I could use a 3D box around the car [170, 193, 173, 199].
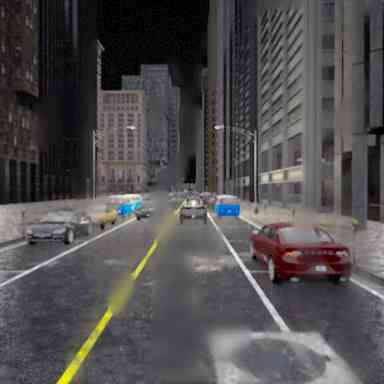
[{"bbox_3d":[-5.795,1.119,71.387,1.887,1.381,4.507,0,0,0],"label":"car"}]

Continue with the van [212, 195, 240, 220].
[{"bbox_3d":[2.748,1.185,26.268,1.690,1.788,3.998,0,0,0],"label":"van"}]

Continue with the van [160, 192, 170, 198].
[{"bbox_3d":[-5.793,0.950,65.745,1.690,1.788,3.998,0,0,0],"label":"van"}]

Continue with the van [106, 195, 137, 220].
[{"bbox_3d":[-5.777,1.185,26.259,1.690,1.788,3.998,0,0,0],"label":"van"}]

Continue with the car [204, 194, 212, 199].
[{"bbox_3d":[2.742,1.326,43.191,1.802,1.307,4.206,0,0,0],"label":"car"}]

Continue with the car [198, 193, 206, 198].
[{"bbox_3d":[2.721,0.986,93.956,2.008,1.369,4.403,0,0,0],"label":"car"}]

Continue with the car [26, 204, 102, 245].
[{"bbox_3d":[-5.771,1.462,14.979,2.008,1.369,4.403,0,0,0],"label":"car"}]

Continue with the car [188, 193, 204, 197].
[{"bbox_3d":[0.084,1.249,41.145,2.128,1.511,4.902,0,0,0],"label":"car"}]

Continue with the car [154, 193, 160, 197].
[{"bbox_3d":[-5.784,1.059,43.182,2.192,1.841,5.009,0,0,0],"label":"car"}]

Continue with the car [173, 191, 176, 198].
[{"bbox_3d":[-5.799,1.072,82.669,1.947,1.339,4.313,0,0,0],"label":"car"}]

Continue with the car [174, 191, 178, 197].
[{"bbox_3d":[-5.804,0.876,93.949,1.967,1.590,4.097,0,0,0],"label":"car"}]

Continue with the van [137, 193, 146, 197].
[{"bbox_3d":[-5.779,1.152,31.900,1.690,1.788,3.998,0,0,0],"label":"van"}]

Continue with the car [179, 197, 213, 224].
[{"bbox_3d":[0.090,1.351,23.625,2.128,1.511,4.902,0,0,0],"label":"car"}]

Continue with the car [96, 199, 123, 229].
[{"bbox_3d":[-5.774,1.404,20.450,1.752,1.417,4.829,0,0,0],"label":"car"}]

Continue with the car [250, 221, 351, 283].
[{"bbox_3d":[2.756,1.489,9.347,1.887,1.381,4.507,0,0,0],"label":"car"}]

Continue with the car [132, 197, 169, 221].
[{"bbox_3d":[-3.010,1.357,25.254,1.837,1.490,4.892,0,0,0],"label":"car"}]

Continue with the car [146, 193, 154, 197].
[{"bbox_3d":[-5.781,1.218,37.541,1.967,1.590,4.097,0,0,0],"label":"car"}]
